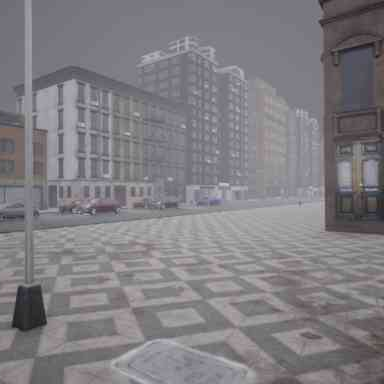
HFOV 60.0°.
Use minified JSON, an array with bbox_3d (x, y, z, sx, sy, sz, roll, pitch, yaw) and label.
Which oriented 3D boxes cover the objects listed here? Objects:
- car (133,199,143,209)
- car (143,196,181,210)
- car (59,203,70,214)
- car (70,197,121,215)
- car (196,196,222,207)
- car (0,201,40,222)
[{"bbox_3d":[-5.662,1.450,44.056,1.882,1.535,5.008,-1,0,36],"label":"car"},{"bbox_3d":[-3.424,1.300,41.599,2.097,1.767,4.553,-1,0,35],"label":"car"},{"bbox_3d":[-11.717,1.472,35.535,1.882,1.535,5.008,-1,0,35],"label":"car"},{"bbox_3d":[-9.337,1.321,33.279,2.097,1.767,4.553,-1,0,35],"label":"car"},{"bbox_3d":[2.577,1.404,49.986,1.882,1.535,5.008,-1,0,36],"label":"car"},{"bbox_3d":[-14.324,1.550,26.246,1.994,1.385,4.181,-1,0,35],"label":"car"}]
